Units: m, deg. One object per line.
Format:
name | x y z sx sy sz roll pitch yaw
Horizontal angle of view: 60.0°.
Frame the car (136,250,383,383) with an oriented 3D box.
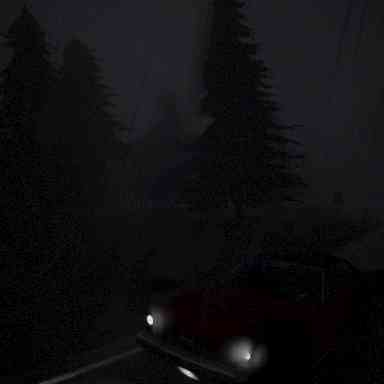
car | 1.462 1.706 5.288 1.895 1.301 4.718 -2 -2 43
